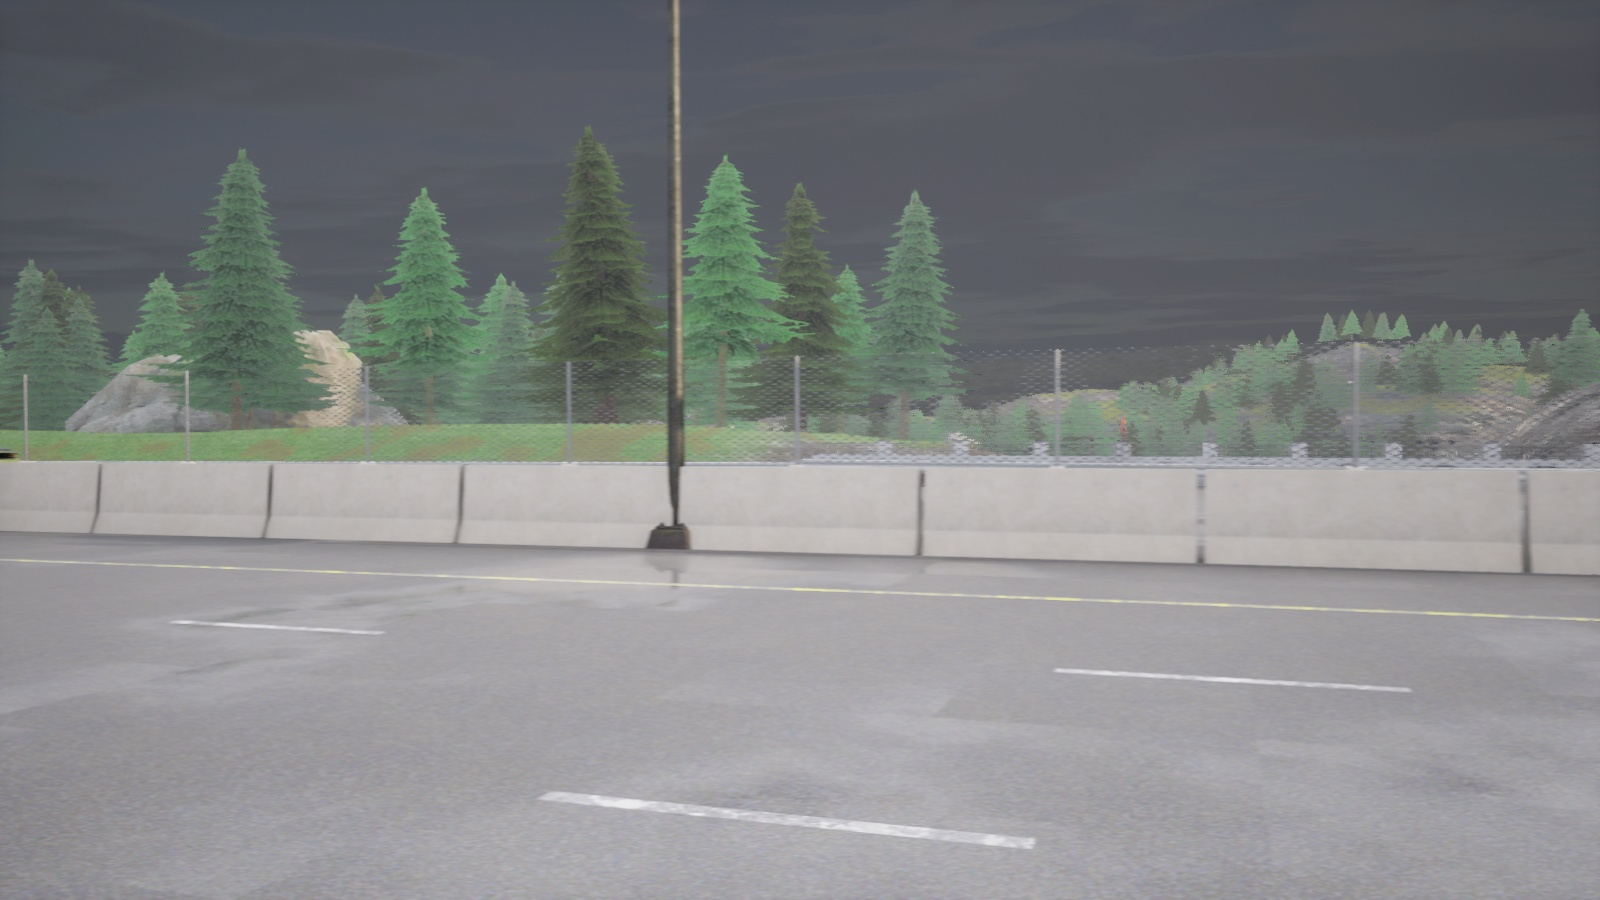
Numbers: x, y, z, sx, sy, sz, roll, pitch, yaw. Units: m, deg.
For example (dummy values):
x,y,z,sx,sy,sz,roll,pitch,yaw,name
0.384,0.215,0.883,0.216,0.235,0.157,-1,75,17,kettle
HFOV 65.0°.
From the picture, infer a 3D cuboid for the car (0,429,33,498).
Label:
x,y,z,sx,sy,sz,roll,pitch,yaw,name
-19.918,0.294,28.356,4.514,1.525,2.007,0,1,19,car
